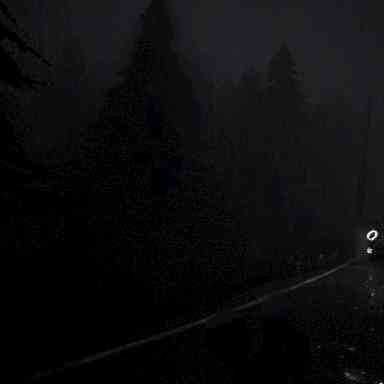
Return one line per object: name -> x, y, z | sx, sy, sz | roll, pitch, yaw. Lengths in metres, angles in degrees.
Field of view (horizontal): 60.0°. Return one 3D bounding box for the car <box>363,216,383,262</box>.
car -> 7.245, 1.308, 11.046 | 2.097, 1.767, 4.553 | 1, 1, 39
